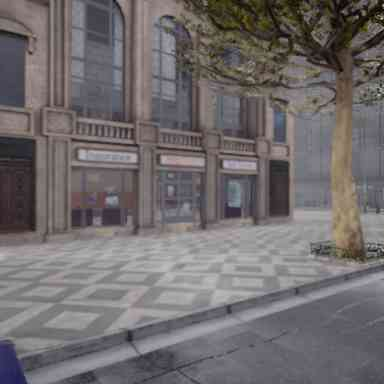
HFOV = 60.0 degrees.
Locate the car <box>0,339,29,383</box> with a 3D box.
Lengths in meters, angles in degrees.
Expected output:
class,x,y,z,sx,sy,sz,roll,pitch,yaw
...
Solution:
class,x,y,z,sx,sy,sz,roll,pitch,yaw
car,-3.109,1.599,1.161,4.718,1.301,1.895,0,0,-36
